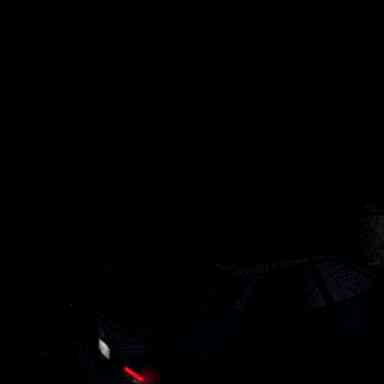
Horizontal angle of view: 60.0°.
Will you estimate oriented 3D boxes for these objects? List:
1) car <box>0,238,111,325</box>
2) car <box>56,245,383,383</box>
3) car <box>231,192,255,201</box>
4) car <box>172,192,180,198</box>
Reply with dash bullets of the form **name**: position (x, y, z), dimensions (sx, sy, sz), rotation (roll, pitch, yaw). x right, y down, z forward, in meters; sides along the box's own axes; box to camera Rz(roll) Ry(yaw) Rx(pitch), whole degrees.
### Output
- **car**: position (-3.856, 1.546, 5.514), dimensions (5.357, 1.411, 2.033), rotation (-1, 1, -35)
- **car**: position (1.235, 1.483, 4.573), dimensions (5.357, 1.411, 2.033), rotation (-1, 1, -35)
- **car**: position (7.730, 0.751, 54.520), dimensions (2.033, 1.411, 5.357), rotation (-2, 1, -37)
- **car**: position (-2.670, 0.772, 68.421), dimensions (1.994, 1.385, 4.181), rotation (-2, 1, -37)
